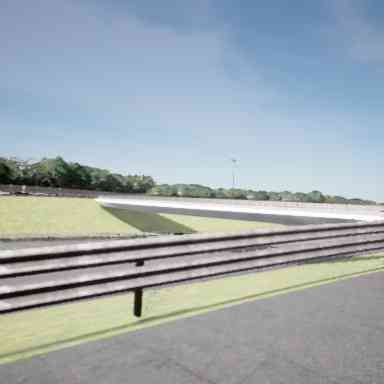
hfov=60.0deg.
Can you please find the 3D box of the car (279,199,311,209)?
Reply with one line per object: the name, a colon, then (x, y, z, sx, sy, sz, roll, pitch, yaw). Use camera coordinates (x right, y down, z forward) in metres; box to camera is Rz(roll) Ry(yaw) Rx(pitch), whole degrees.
car: (15.664, 1.926, 50.386, 4.553, 1.767, 2.097, 1, -2, 38)
